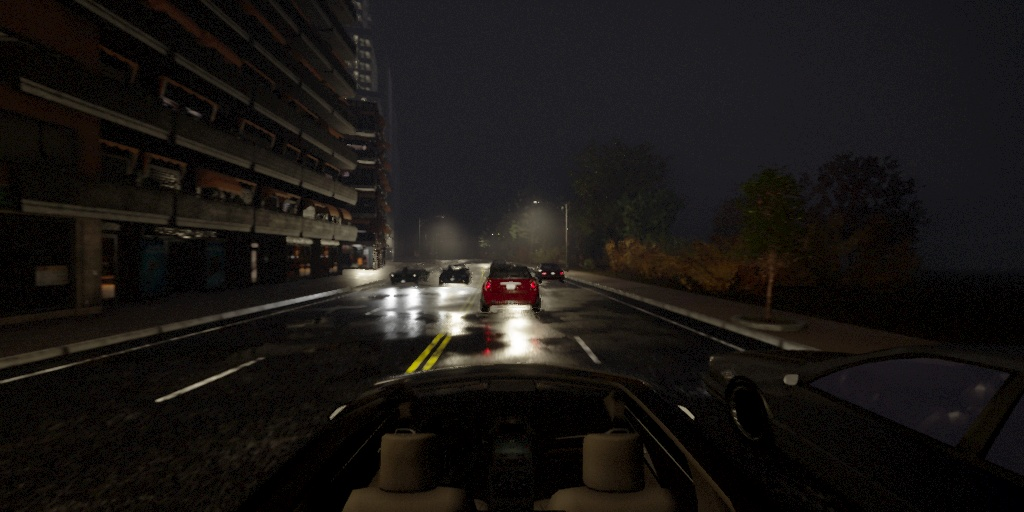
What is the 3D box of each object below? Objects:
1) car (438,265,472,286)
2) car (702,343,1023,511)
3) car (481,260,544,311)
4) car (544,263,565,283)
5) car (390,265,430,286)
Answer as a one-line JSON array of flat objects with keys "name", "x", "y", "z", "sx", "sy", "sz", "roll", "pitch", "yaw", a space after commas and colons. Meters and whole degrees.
[{"name": "car", "x": -3.884, "y": 1.298, "z": 24.953, "sx": 1.994, "sy": 1.385, "sz": 4.181, "roll": 0, "pitch": 0, "yaw": -2}, {"name": "car", "x": 3.371, "y": 1.289, "z": 2.127, "sx": 2.033, "sy": 1.411, "sz": 5.357, "roll": 0, "pitch": 0, "yaw": 0}, {"name": "car", "x": -0.096, "y": 1.089, "z": 14.566, "sx": 2.097, "sy": 1.767, "sz": 4.553, "roll": 0, "pitch": 0, "yaw": -1}, {"name": "car", "x": 2.690, "y": 1.261, "z": 27.350, "sx": 2.033, "sy": 1.411, "sz": 5.357, "roll": 0, "pitch": 0, "yaw": -3}, {"name": "car", "x": -7.157, "y": 1.341, "z": 25.531, "sx": 1.895, "sy": 1.301, "sz": 4.718, "roll": 0, "pitch": 0, "yaw": -2}]
